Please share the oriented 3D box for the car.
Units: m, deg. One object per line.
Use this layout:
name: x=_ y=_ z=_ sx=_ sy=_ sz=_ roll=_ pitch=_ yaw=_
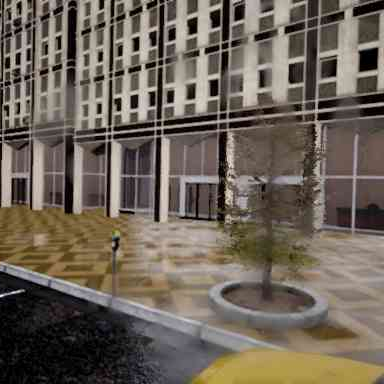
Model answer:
car: x=1.908 y=1.545 z=1.497 sx=4.829 sy=1.417 sz=1.752 roll=2 pitch=1 yaw=36
